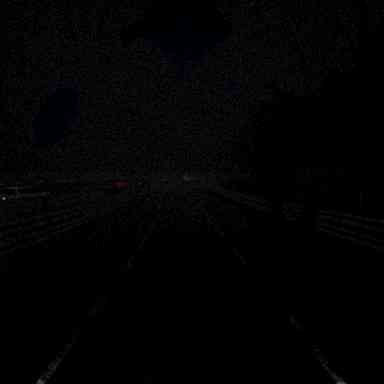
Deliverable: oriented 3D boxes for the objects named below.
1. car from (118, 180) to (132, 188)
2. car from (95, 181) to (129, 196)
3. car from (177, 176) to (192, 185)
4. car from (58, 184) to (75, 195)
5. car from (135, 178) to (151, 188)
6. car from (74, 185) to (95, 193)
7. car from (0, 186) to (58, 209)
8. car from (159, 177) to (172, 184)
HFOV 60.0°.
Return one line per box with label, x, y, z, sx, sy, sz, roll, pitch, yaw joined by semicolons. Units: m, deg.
car;-13.998;-1.620;67.493;2.097;1.767;4.553;1;4;14
car;-11.586;-0.333;48.550;1.882;1.535;5.008;1;4;14
car;-2.280;-2.598;85.220;2.033;1.411;5.357;1;4;14
car;-18.372;-0.374;50.261;1.837;1.490;4.892;1;4;14
car;-10.102;-1.573;68.622;2.128;1.511;4.902;1;4;14
car;-14.981;-0.278;49.404;1.994;1.385;4.181;1;4;14
car;-15.814;0.469;31.883;2.150;2.045;5.566;1;4;14
car;-7.102;-3.167;94.674;2.128;1.511;4.902;1;4;14
